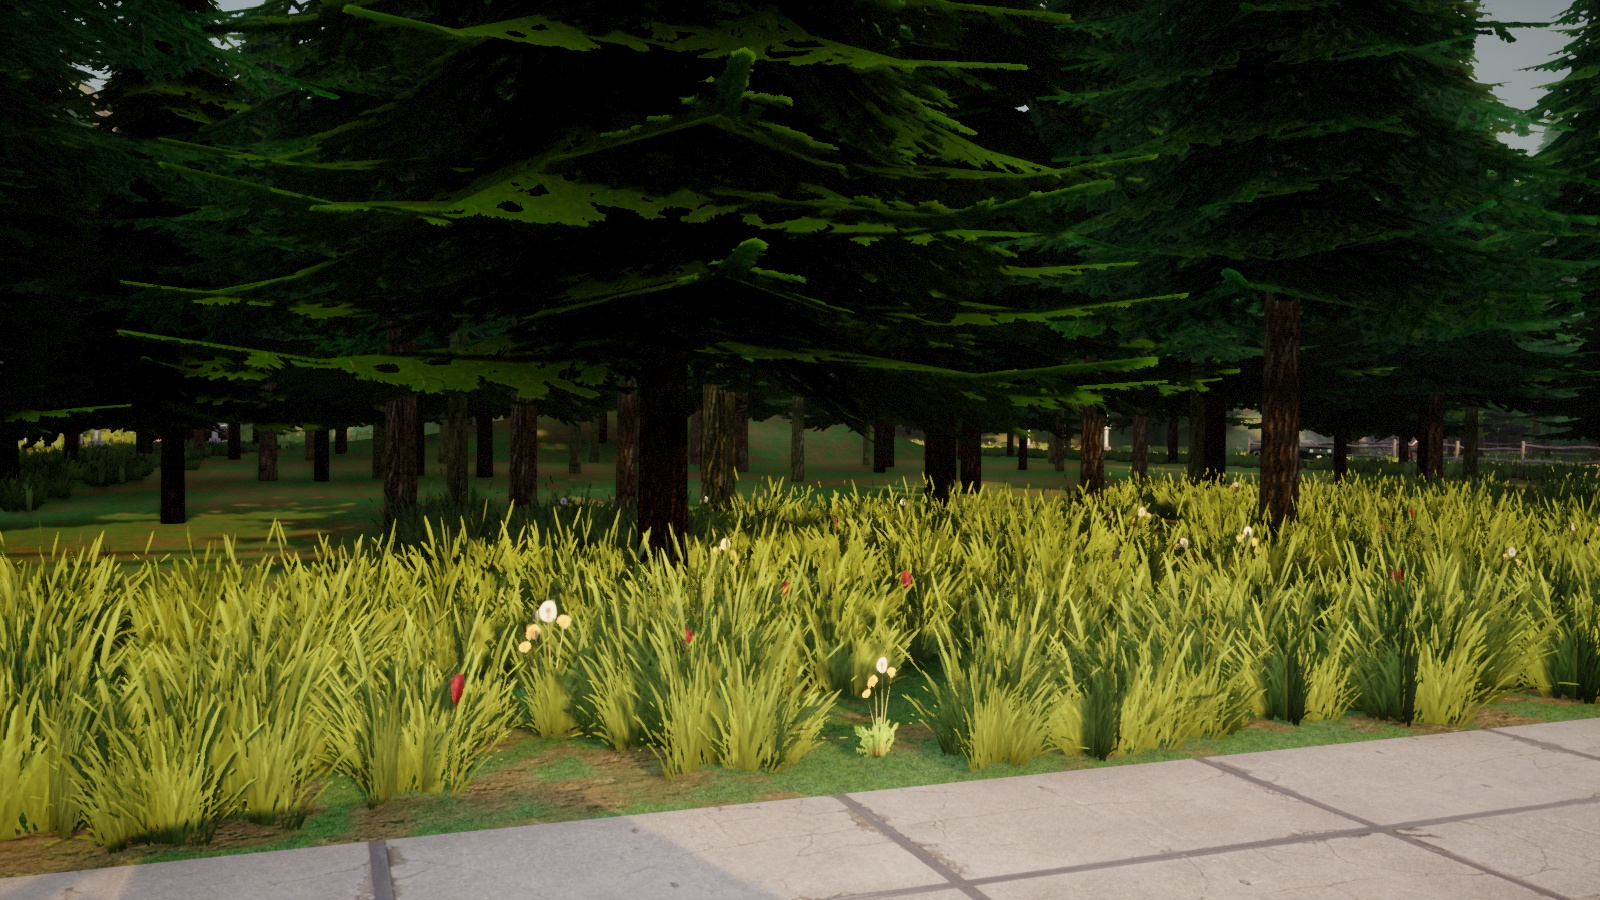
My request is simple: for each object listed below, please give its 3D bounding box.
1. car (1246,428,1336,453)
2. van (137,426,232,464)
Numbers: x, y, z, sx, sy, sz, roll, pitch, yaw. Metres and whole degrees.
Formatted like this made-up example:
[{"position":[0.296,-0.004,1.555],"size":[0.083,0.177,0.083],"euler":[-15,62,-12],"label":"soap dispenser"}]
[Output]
[{"position":[26.716,-0.531,68.480],"size":[1.895,1.301,4.718],"euler":[-1,1,-20],"label":"car"},{"position":[-35.821,-0.313,73.165],"size":[2.069,2.038,4.480],"euler":[0,2,33],"label":"van"}]
